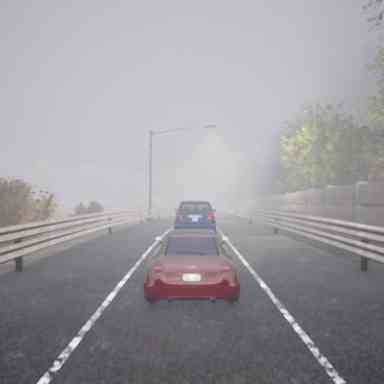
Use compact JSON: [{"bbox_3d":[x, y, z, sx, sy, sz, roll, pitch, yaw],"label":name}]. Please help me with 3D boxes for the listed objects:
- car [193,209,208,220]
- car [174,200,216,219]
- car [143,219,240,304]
[{"bbox_3d":[1.178,2.917,43.435,1.895,1.301,4.718,0,-3,4],"label":"car"},{"bbox_3d":[0.184,1.489,18.635,2.150,2.045,5.566,0,-2,1],"label":"car"},{"bbox_3d":[0.002,1.602,8.279,1.994,1.385,4.181,0,-1,0],"label":"car"}]
